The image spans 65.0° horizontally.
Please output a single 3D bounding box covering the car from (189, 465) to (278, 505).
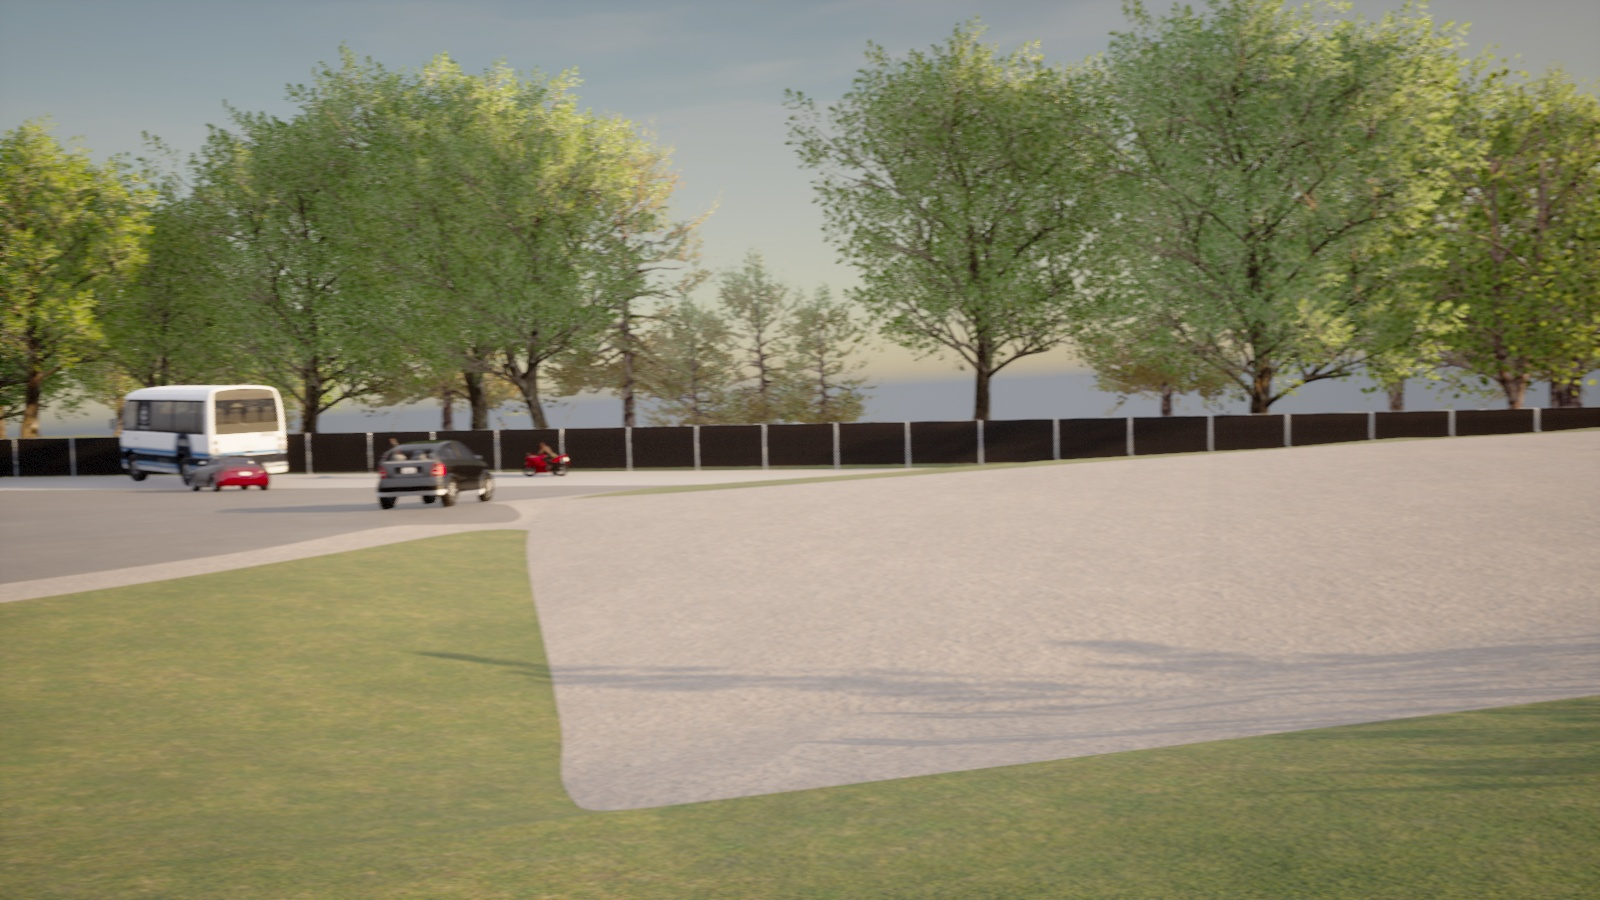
[{"bbox_3d":[-21.401,1.313,47.377,1.994,1.385,4.181,-2,0,-39],"label":"car"}]

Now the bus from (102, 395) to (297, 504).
[{"bbox_3d":[-26.849,-0.166,55.868,10.273,4.253,3.944,1,6,42],"label":"bus"}]

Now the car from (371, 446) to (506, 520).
[{"bbox_3d":[-8.549,0.736,30.007,1.789,1.549,3.705,-4,0,5],"label":"car"}]

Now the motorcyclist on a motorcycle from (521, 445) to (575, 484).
[{"bbox_3d":[-10.779,0.625,53.692,2.044,1.523,0.797,-2,3,9],"label":"motorcyclist on a motorcycle"}]
